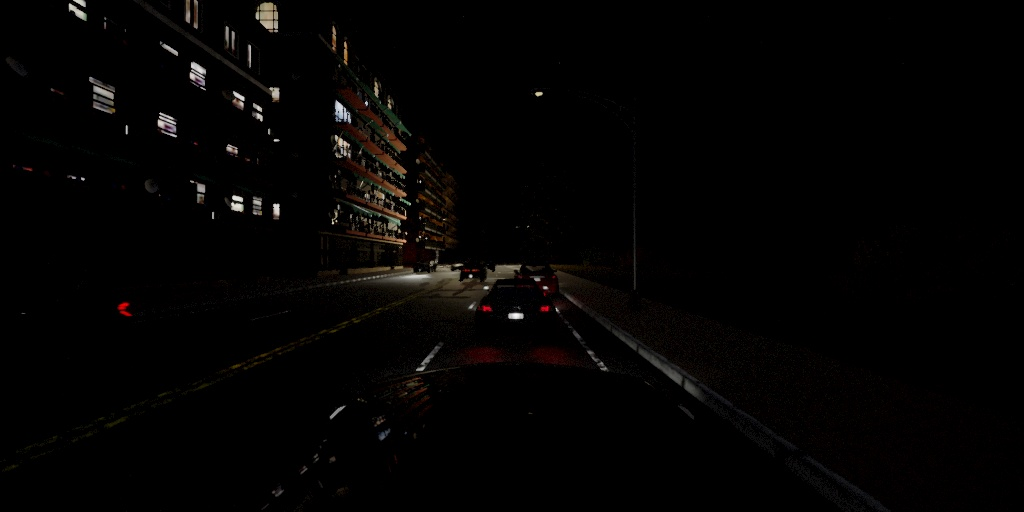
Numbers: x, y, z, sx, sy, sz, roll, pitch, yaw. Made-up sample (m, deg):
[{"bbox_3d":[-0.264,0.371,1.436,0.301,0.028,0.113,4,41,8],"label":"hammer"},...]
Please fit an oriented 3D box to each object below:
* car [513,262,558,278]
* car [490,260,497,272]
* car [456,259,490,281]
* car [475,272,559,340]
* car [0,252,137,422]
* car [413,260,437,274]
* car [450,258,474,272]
[{"bbox_3d":[1.161,1.103,18.615,2.097,1.767,4.553,0,0,0],"label":"car"},{"bbox_3d":[-3.085,1.255,45.704,1.837,1.490,4.892,0,0,0],"label":"car"},{"bbox_3d":[-3.110,1.257,29.450,1.837,1.490,4.892,0,0,0],"label":"car"},{"bbox_3d":[0.106,1.315,10.036,1.994,1.385,4.181,0,0,1],"label":"car"},{"bbox_3d":[-6.600,0.971,2.893,2.150,2.045,5.566,0,0,0],"label":"car"},{"bbox_3d":[-9.794,1.243,40.655,2.128,1.511,4.902,0,0,0],"label":"car"},{"bbox_3d":[-6.535,1.298,45.560,2.033,1.411,5.357,0,0,0],"label":"car"}]
